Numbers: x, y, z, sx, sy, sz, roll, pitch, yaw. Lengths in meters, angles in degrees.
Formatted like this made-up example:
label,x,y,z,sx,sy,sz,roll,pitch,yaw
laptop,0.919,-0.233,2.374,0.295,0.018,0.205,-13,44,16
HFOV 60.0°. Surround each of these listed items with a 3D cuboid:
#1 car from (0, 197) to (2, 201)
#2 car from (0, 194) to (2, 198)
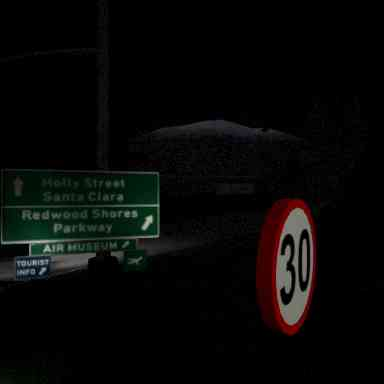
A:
label,x,y,z,sx,sy,sz,roll,pitch,yaw
car,-12.447,1.504,26.027,1.905,1.878,3.866,0,0,35
car,-38.770,1.489,69.898,4.514,1.523,2.007,0,0,35
